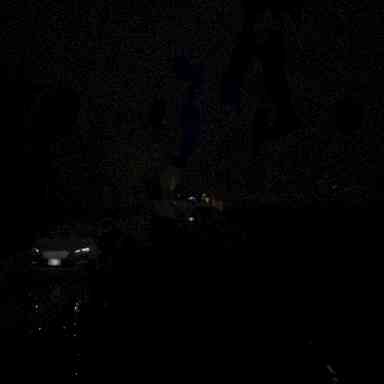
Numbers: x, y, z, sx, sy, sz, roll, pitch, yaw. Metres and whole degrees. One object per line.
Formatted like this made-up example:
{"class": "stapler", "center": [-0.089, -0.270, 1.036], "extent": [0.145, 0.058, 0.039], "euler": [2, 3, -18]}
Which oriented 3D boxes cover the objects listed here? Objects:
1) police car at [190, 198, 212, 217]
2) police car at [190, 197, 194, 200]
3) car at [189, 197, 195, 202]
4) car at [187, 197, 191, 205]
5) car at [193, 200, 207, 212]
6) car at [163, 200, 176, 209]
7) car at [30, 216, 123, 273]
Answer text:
{"class": "police car", "center": [1.051, 1.721, 34.995], "extent": [1.930, 1.638, 5.238], "euler": [0, 0, 0]}
{"class": "police car", "center": [1.051, 1.844, 51.006], "extent": [1.930, 1.638, 5.238], "euler": [0, 0, 0]}
{"class": "car", "center": [0.001, 2.141, 95.395], "extent": [1.895, 1.301, 4.718], "euler": [0, 0, 0]}
{"class": "car", "center": [0.002, 1.904, 69.805], "extent": [2.128, 1.511, 4.902], "euler": [0, 0, 0]}
{"class": "car", "center": [1.051, 1.898, 44.891], "extent": [1.812, 1.442, 4.674], "euler": [0, 0, 0]}
{"class": "car", "center": [-3.547, 2.002, 53.582], "extent": [1.994, 1.385, 4.181], "euler": [0, 0, 1]}
{"class": "car", "center": [-3.596, 1.590, 11.155], "extent": [2.128, 1.511, 4.902], "euler": [0, 0, 0]}
